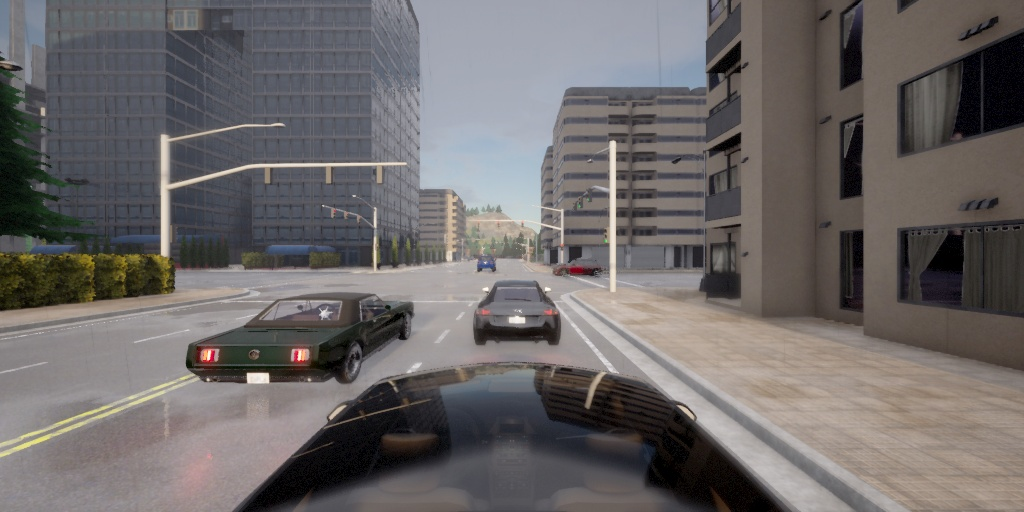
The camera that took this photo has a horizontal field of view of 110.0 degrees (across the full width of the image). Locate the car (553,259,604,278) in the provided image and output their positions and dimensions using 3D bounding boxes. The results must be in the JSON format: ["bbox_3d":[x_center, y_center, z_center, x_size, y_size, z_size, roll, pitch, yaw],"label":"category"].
[{"bbox_3d":[6.137,1.101,33.606,4.553,1.767,2.097,0,0,0],"label":"car"}]

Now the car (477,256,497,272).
[{"bbox_3d":[-3.232,0.971,46.260,2.150,2.045,5.566,0,0,0],"label":"car"}]

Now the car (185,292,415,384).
[{"bbox_3d":[-3.384,1.351,7.025,1.895,1.301,4.718,0,0,0],"label":"car"}]

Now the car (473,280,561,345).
[{"bbox_3d":[0.126,1.314,9.504,1.994,1.385,4.181,0,0,1],"label":"car"}]
